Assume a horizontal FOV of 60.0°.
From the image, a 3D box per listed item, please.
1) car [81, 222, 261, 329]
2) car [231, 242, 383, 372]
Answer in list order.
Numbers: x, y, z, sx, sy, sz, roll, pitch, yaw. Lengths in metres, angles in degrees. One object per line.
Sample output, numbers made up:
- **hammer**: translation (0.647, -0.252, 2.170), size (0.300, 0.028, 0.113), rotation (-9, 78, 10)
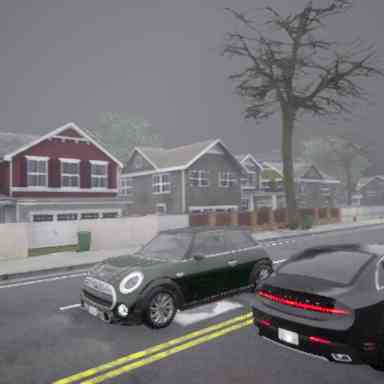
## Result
- **car**: translation (-0.159, 1.644, 7.718), size (4.553, 1.767, 2.097), rotation (1, -3, -41)
- **car**: translation (3.103, 1.668, 5.963), size (4.892, 1.490, 1.837), rotation (1, -3, -41)
